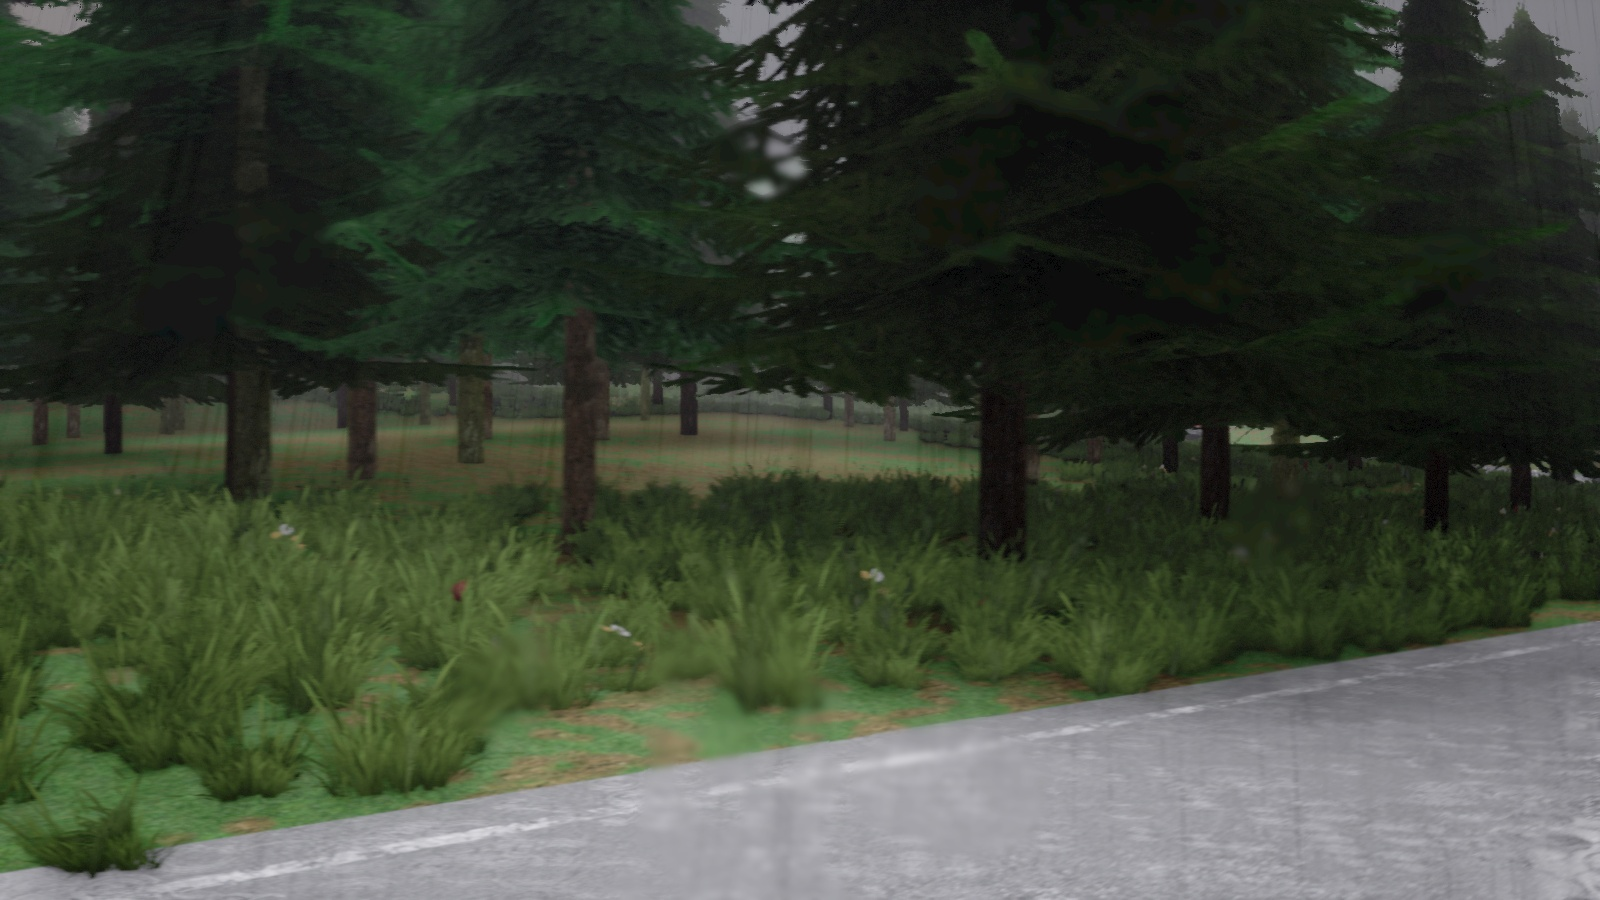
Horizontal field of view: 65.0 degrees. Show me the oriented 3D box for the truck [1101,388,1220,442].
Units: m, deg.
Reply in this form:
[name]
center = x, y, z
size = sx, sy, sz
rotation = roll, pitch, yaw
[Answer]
[truck]
center = 18.753, -1.837, 65.484
size = 2.627, 2.467, 5.204
rotation = 1, 4, -44
